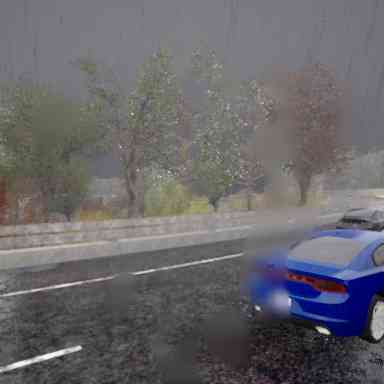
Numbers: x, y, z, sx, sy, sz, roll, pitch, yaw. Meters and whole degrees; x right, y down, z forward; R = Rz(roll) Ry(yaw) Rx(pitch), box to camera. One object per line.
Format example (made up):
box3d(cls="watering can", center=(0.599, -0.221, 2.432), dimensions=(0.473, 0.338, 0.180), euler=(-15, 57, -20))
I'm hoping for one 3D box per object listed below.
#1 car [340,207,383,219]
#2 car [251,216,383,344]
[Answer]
box3d(cls="car", center=(8.605, 1.509, 15.991), dimensions=(4.892, 1.490, 1.837), euler=(0, 0, -45))
box3d(cls="car", center=(3.308, 1.481, 6.549), dimensions=(5.008, 1.535, 1.882), euler=(0, 0, -39))
